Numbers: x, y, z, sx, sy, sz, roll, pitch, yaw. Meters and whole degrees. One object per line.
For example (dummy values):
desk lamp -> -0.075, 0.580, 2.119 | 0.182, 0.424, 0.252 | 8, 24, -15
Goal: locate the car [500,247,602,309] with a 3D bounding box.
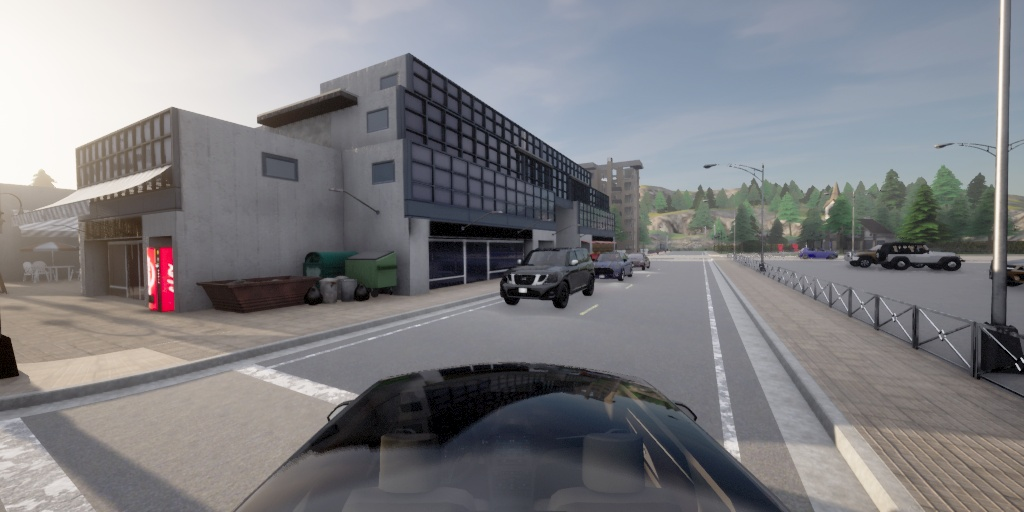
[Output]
car -> 1.633, 0.683, 13.971 | 2.150, 2.045, 5.566 | 0, 1, 28

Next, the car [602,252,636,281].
car -> 6.231, 0.544, 22.666 | 2.097, 1.767, 4.553 | 0, 2, 28

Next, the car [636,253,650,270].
car -> 11.019, 0.438, 31.709 | 1.812, 1.442, 4.674 | 0, 2, 28
